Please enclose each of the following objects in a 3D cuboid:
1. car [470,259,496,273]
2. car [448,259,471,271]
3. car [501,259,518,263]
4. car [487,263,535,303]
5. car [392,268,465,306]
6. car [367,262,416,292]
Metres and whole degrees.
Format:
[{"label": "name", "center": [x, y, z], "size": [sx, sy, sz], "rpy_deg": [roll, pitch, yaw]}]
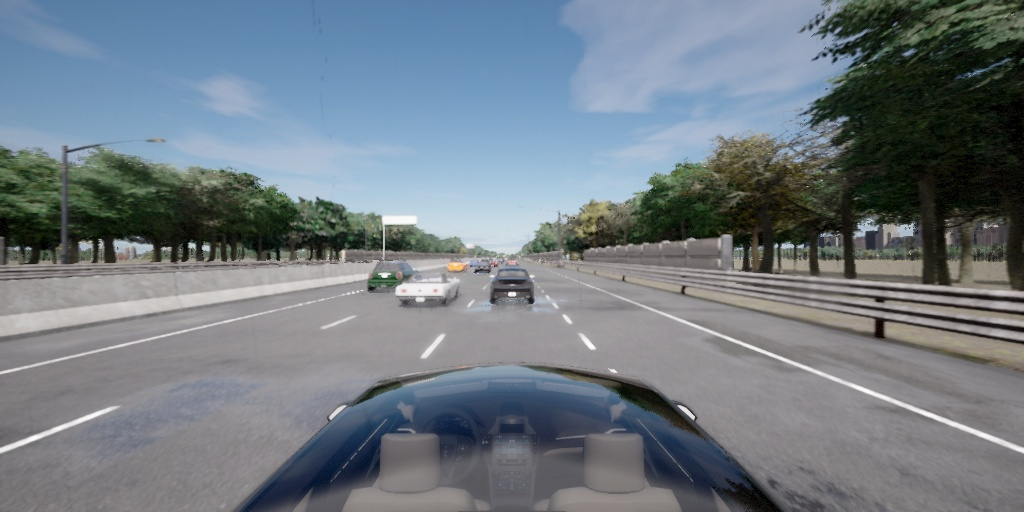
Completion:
[{"label": "car", "center": [-3.474, 1.351, 43.913], "size": [2.033, 1.411, 5.357], "rpy_deg": [0, 0, 0]}, {"label": "car", "center": [-6.976, 1.160, 46.438], "size": [2.097, 1.767, 4.553], "rpy_deg": [0, 0, 0]}, {"label": "car", "center": [0.022, 1.366, 43.038], "size": [1.994, 1.385, 4.181], "rpy_deg": [0, 0, 0]}, {"label": "car", "center": [0.008, 1.273, 16.713], "size": [1.837, 1.490, 4.892], "rpy_deg": [0, 0, 0]}, {"label": "car", "center": [-3.492, 1.366, 15.898], "size": [1.895, 1.301, 4.718], "rpy_deg": [0, 0, 0]}, {"label": "car", "center": [-6.990, 1.125, 21.804], "size": [2.097, 1.767, 4.553], "rpy_deg": [0, 0, 0]}]
